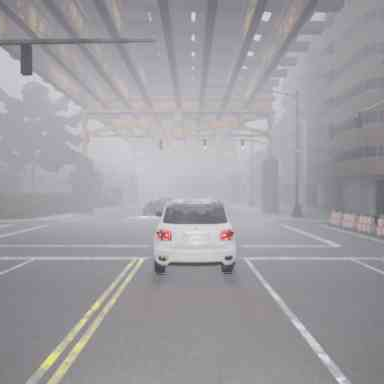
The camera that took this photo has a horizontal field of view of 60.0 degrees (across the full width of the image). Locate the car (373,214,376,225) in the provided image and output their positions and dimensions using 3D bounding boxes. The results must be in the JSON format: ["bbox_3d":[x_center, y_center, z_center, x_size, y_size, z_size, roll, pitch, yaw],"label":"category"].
[{"bbox_3d":[13.594,1.418,19.732,4.974,1.542,2.038,0,0,25],"label":"car"}]

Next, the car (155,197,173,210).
[{"bbox_3d":[-3.578,1.404,42.718,1.882,1.535,5.008,0,0,0],"label":"car"}]

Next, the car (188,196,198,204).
[{"bbox_3d":[0.117,1.419,61.643,1.812,1.442,4.674,0,0,0],"label":"car"}]

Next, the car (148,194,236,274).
[{"bbox_3d":[-0.017,1.205,10.693,2.150,2.045,5.566,0,0,-3],"label":"car"}]

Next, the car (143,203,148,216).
[{"bbox_3d":[-3.590,1.508,32.291,1.994,1.385,4.181,0,0,-1],"label":"car"}]

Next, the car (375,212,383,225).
[{"bbox_3d":[13.641,1.261,19.710,4.536,1.218,1.853,0,0,25],"label":"car"}]
